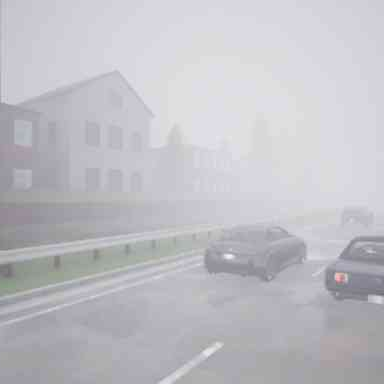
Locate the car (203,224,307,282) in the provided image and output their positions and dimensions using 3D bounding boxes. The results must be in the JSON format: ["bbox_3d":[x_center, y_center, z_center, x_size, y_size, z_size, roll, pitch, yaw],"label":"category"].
[{"bbox_3d":[2.107,1.679,10.354,1.994,1.385,4.181,0,-1,35],"label":"car"}]

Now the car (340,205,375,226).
[{"bbox_3d":[12.630,1.783,25.399,1.837,1.490,4.892,0,-1,35],"label":"car"}]

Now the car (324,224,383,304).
[{"bbox_3d":[4.642,1.688,7.870,1.895,1.301,4.718,0,-1,35],"label":"car"}]
